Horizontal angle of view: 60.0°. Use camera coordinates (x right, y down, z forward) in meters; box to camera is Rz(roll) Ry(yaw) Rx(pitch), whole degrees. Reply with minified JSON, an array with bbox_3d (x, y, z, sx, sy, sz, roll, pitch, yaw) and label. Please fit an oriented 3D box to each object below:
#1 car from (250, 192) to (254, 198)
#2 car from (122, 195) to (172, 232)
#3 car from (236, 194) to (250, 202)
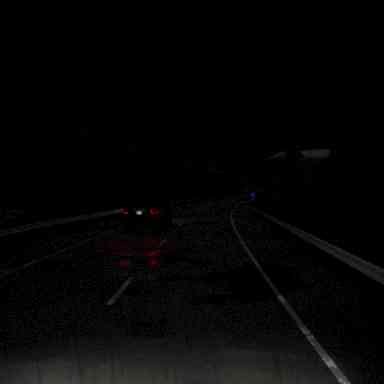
[{"bbox_3d":[13.805,1.178,85.656,2.128,1.511,4.902,0,0,19],"label":"car"},{"bbox_3d":[-2.541,1.171,19.979,2.150,2.045,5.566,0,0,4],"label":"car"},{"bbox_3d":[10.409,1.317,69.531,1.882,1.535,5.008,0,0,15],"label":"car"}]
